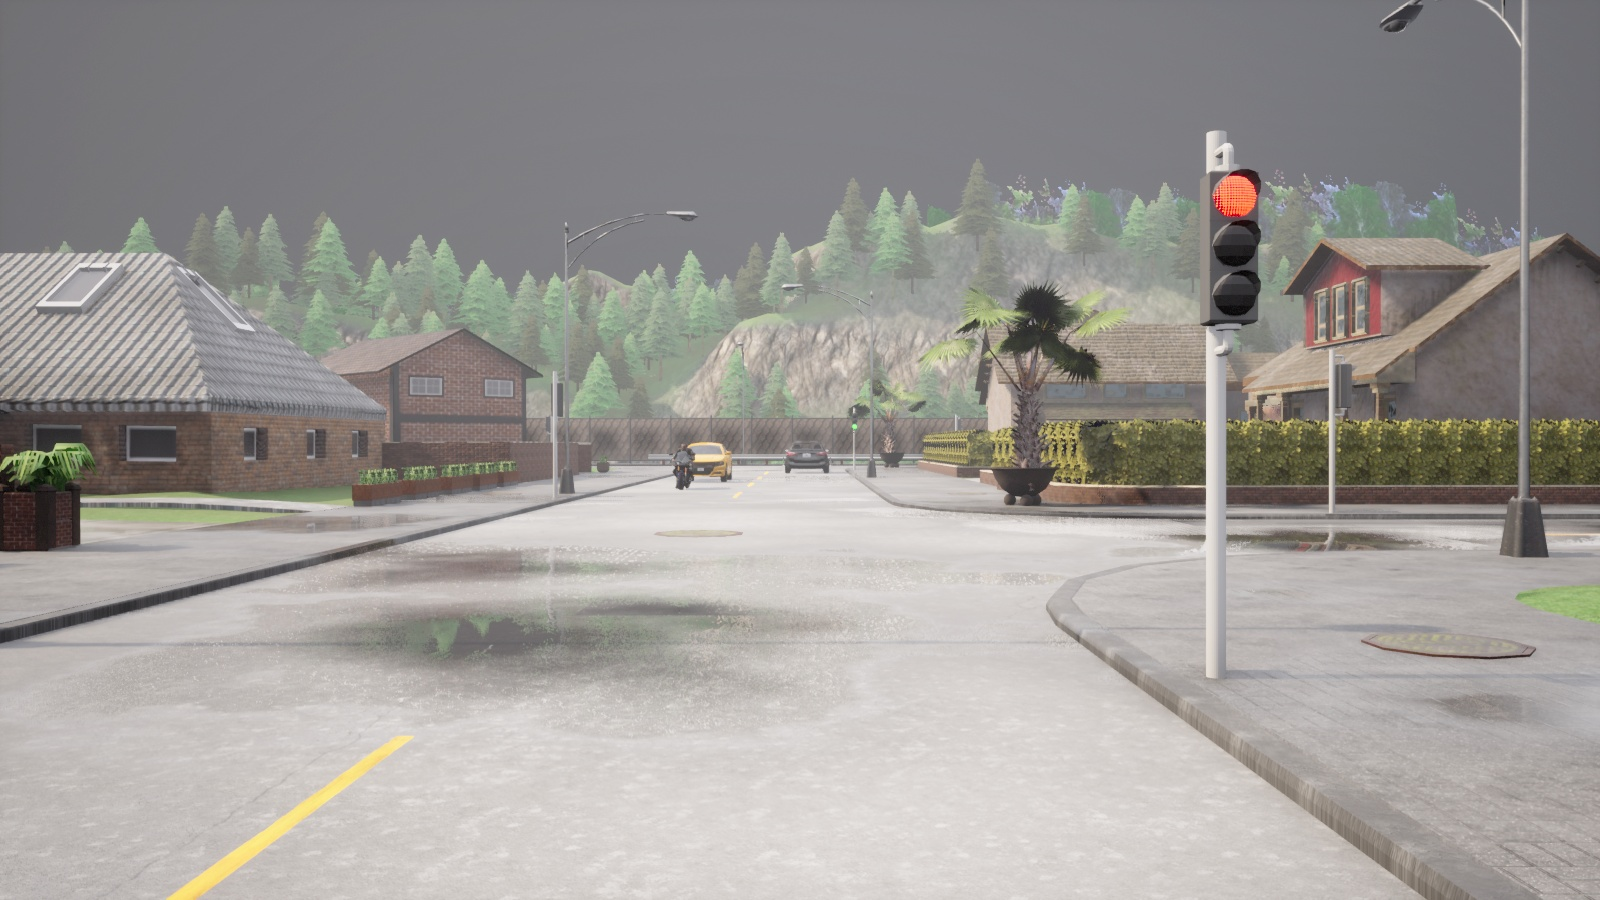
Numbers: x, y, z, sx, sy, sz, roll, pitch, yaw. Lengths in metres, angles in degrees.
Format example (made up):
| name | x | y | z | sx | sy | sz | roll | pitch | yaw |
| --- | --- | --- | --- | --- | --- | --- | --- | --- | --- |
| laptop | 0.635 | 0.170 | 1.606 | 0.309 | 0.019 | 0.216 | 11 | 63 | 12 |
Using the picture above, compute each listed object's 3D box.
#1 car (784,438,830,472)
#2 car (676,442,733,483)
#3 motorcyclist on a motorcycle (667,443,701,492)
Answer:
| name | x | y | z | sx | sy | sz | roll | pitch | yaw |
| --- | --- | --- | --- | --- | --- | --- | --- | --- | --- |
| car | 0.354 | 0.231 | 63.756 | 2.242 | 1.667 | 4.611 | 0 | 0 | 0 |
| car | -3.719 | 0.441 | 49.599 | 1.882 | 1.535 | 5.008 | 0 | 0 | 0 |
| motorcyclist on a motorcycle | -3.750 | 0.549 | 40.694 | 0.866 | 1.530 | 2.191 | 0 | 0 | 1 |
